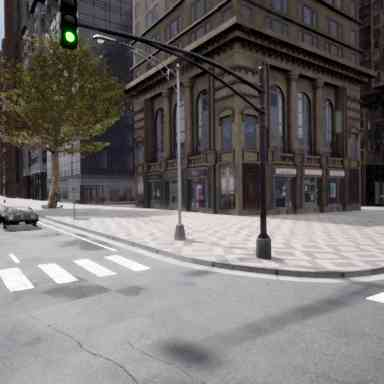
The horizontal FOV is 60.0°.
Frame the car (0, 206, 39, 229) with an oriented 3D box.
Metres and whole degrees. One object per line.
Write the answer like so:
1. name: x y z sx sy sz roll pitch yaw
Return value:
1. car: -11.368 1.548 21.524 1.895 1.301 4.718 -1 1 -35
